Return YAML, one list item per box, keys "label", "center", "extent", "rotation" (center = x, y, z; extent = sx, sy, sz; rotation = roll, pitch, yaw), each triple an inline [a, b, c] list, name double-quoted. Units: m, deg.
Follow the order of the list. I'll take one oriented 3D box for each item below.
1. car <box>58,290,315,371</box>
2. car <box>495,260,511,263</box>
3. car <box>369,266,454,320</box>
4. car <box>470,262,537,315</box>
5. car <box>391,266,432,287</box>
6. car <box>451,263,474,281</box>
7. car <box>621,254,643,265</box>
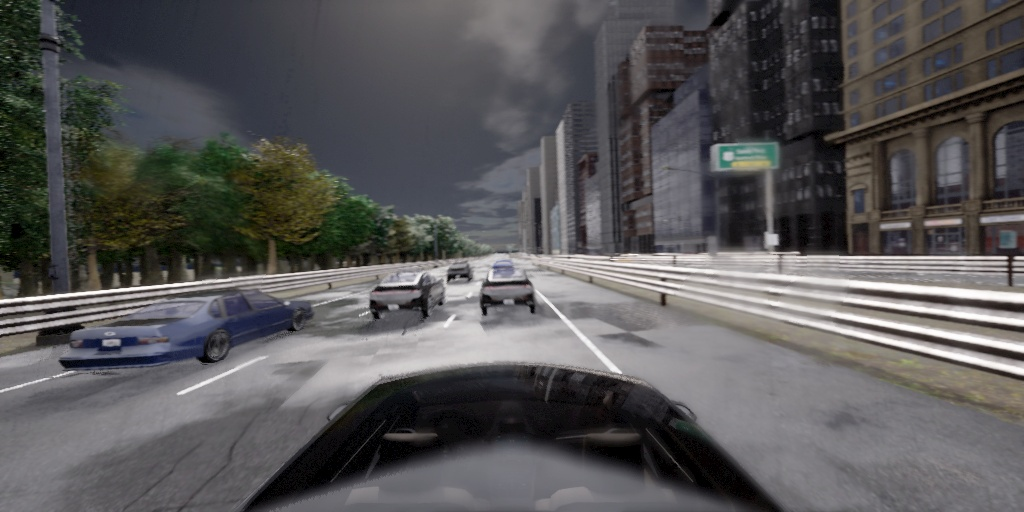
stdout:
- label: "car"
  center: [-7.035, 1.542, 8.736]
  extent: [2.033, 1.411, 5.357]
  rotation: [-2, 0, -2]
- label: "car"
  center: [-0.723, 1.104, 30.993]
  extent: [1.882, 1.535, 5.008]
  rotation: [-2, 0, -2]
- label: "car"
  center: [-3.678, 1.326, 13.284]
  extent: [2.128, 1.511, 4.902]
  rotation: [-2, 0, -2]
- label: "car"
  center: [-0.185, 1.184, 13.434]
  extent: [2.128, 1.511, 4.902]
  rotation: [-2, 0, -2]
- label: "car"
  center: [-7.613, 1.521, 27.665]
  extent: [1.895, 1.301, 4.718]
  rotation: [-2, 0, -2]
- label: "car"
  center: [-4.168, 1.278, 29.350]
  extent: [1.837, 1.490, 4.892]
  rotation: [-2, 0, -2]
- label: "car"
  center: [15.048, 0.487, 47.695]
  extent: [1.801, 1.575, 5.366]
  rotation: [-3, 1, -20]
